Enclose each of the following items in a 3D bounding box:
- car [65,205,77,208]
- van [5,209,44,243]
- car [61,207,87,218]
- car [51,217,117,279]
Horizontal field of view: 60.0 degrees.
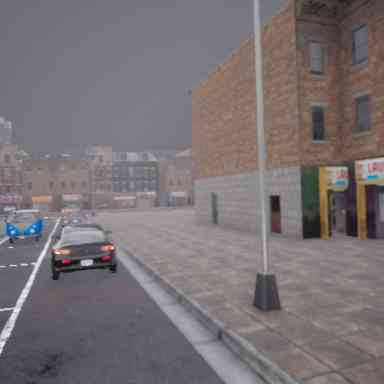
[{"bbox_3d":[-14.685,2.361,40.355,2.097,1.767,4.553,-2,-1,-22],"label":"car"},{"bbox_3d":[-9.726,1.922,19.568,1.690,1.788,3.998,-2,-1,-20],"label":"van"},{"bbox_3d":[-9.135,2.180,25.872,2.033,1.411,5.357,-2,-1,-20],"label":"car"},{"bbox_3d":[-3.640,1.785,11.101,1.812,1.442,4.674,-2,-1,-20],"label":"car"}]
